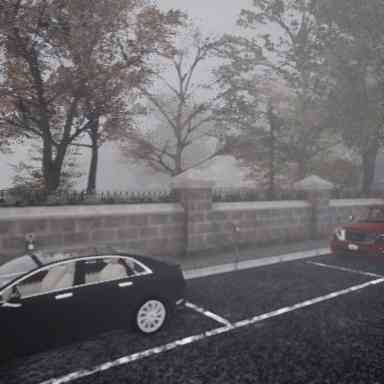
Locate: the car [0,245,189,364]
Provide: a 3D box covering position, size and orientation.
[{"bbox_3d":[-2.106,1.554,5.061,4.403,1.369,2.008,0,0,-35],"label":"car"}]

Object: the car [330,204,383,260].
[{"bbox_3d":[6.908,1.343,11.490,5.009,1.841,2.192,0,0,-35],"label":"car"}]
